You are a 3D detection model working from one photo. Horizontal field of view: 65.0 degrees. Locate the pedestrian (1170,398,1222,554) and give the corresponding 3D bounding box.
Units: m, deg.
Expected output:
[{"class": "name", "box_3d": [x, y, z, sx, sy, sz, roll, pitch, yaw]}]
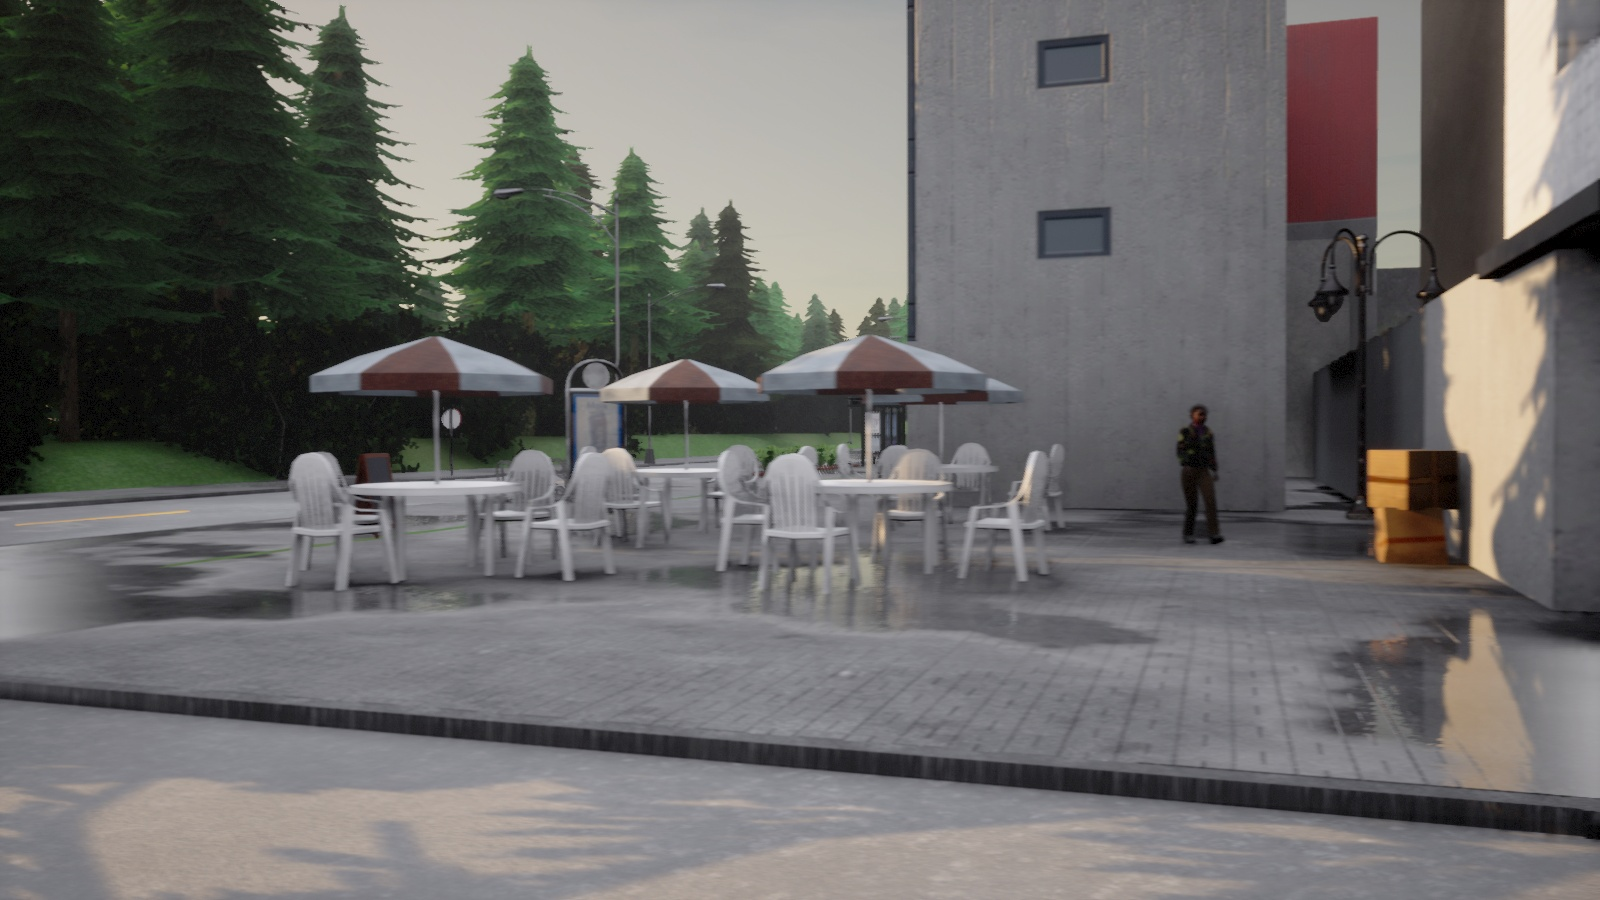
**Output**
[{"class": "pedestrian", "box_3d": [5.012, 0.321, 15.901, 0.395, 1.930, 0.692, 0, 1, -3]}]
